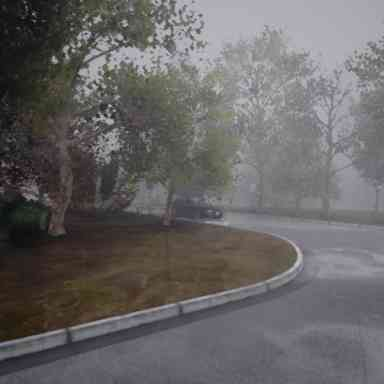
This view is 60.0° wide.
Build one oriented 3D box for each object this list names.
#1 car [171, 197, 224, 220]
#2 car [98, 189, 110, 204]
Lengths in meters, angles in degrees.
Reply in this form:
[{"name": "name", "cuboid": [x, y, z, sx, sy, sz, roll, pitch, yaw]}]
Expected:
[{"name": "car", "cuboid": [0.259, 1.111, 23.646, 1.837, 1.490, 4.892, 1, 0, -36]}, {"name": "car", "cuboid": [-10.757, 0.590, 38.035, 5.566, 2.045, 2.150, 1, -1, 14]}]
